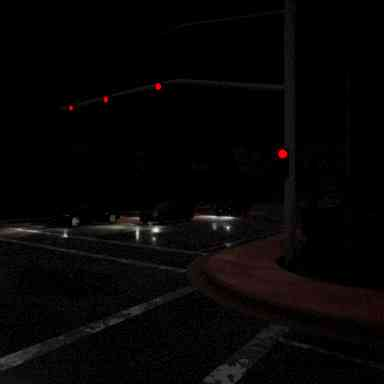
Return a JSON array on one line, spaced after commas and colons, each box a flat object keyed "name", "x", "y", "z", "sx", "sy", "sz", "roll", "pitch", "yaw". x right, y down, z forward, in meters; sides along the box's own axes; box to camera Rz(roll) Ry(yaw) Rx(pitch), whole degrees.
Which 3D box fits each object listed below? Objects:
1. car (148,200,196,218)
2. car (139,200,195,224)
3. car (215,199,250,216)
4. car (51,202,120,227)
[{"name": "car", "x": -1.757, "y": 1.505, "z": 30.907, "sx": 1.837, "sy": 1.490, "sz": 4.892, "roll": 0, "pitch": 0, "yaw": 36}, {"name": "car", "x": -1.769, "y": 1.478, "z": 24.883, "sx": 1.882, "sy": 1.535, "sz": 5.008, "roll": 0, "pitch": 0, "yaw": 36}, {"name": "car", "x": 4.086, "y": 1.505, "z": 33.025, "sx": 1.837, "sy": 1.490, "sz": 4.892, "roll": 0, "pitch": 0, "yaw": 36}, {"name": "car", "x": -7.284, "y": 1.478, "z": 23.189, "sx": 1.882, "sy": 1.535, "sz": 5.008, "roll": 0, "pitch": 0, "yaw": 36}]
